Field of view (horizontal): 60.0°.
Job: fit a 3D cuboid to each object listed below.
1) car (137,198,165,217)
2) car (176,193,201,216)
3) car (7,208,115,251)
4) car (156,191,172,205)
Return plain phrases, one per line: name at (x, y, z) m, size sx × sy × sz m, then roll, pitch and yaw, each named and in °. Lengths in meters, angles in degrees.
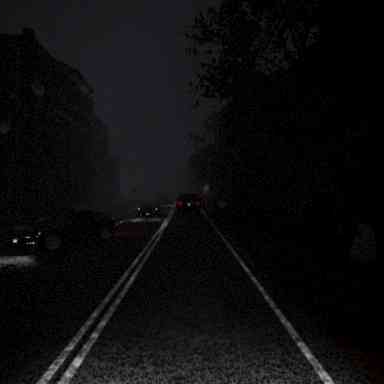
car at (-3.749, 1.510, 29.906) m, size 1.895 × 1.301 × 4.718 m, roll 0°, pitch 1°, yaw -1°
car at (-0.333, 1.123, 31.092) m, size 2.150 × 2.045 × 5.566 m, roll 0°, pitch 1°, yaw -1°
car at (-5.362, 1.506, 14.263) m, size 1.837 × 1.490 × 4.892 m, roll 0°, pitch 1°, yaw 26°
car at (-4.357, 0.856, 51.834) m, size 2.150 × 2.045 × 5.566 m, roll 0°, pitch 1°, yaw -2°
